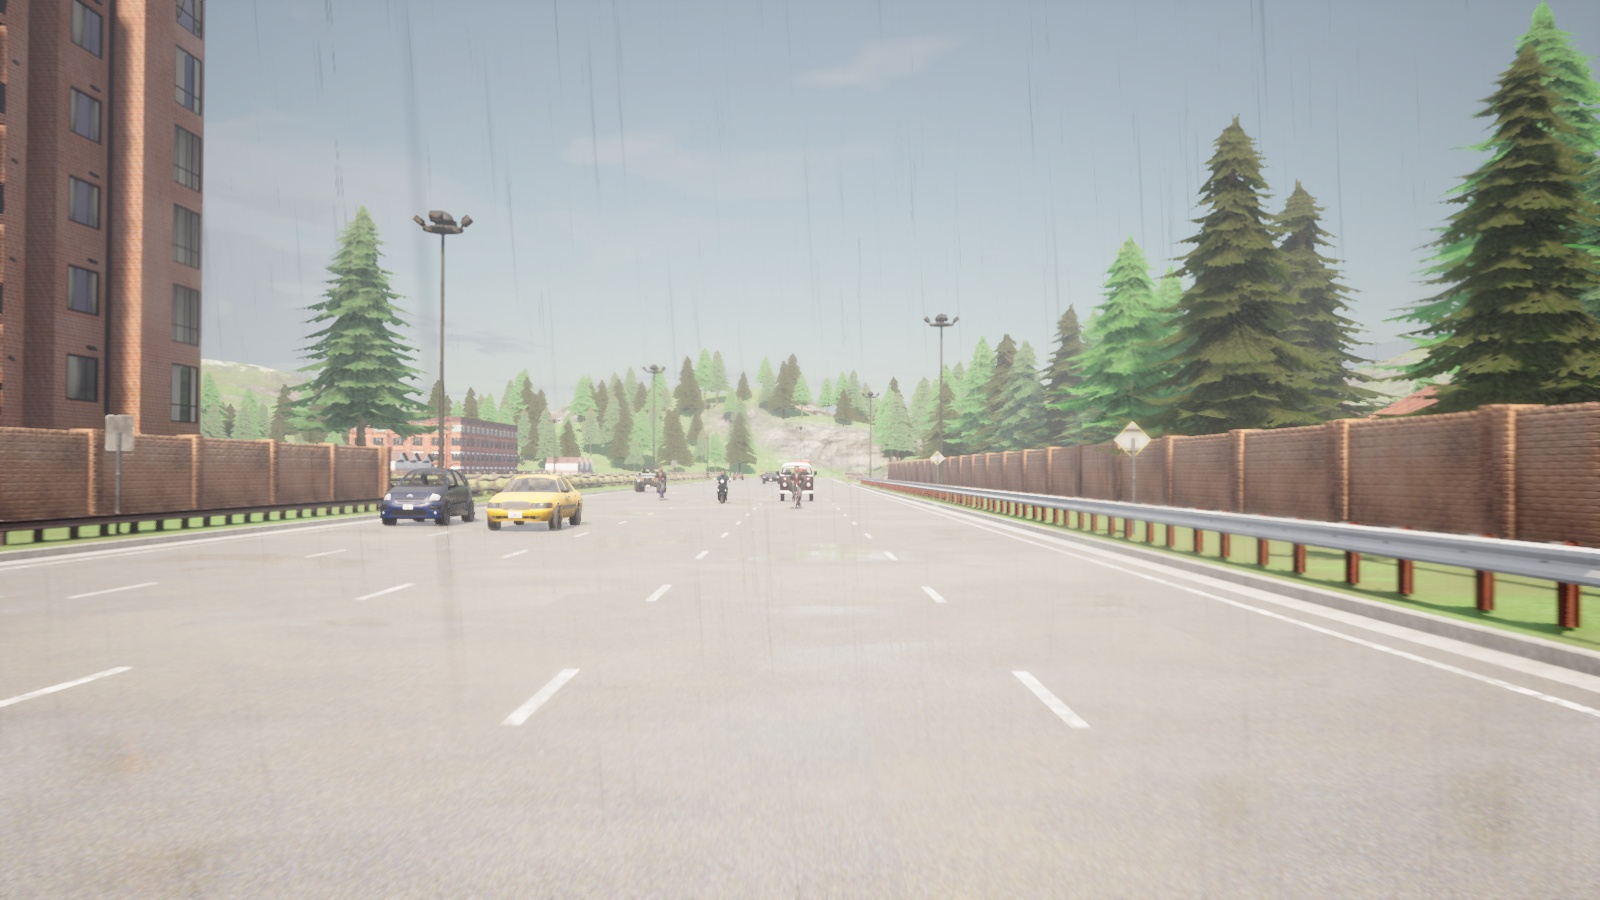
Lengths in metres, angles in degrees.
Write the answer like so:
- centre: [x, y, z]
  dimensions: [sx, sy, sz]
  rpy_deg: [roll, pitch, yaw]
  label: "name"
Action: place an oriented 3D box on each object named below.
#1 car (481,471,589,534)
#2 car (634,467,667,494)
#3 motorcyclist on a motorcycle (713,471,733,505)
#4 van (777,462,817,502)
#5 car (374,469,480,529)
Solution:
- centre: [-7.083, 1.359, 34.073]
  dimensions: [1.801, 1.575, 5.366]
  rpy_deg: [0, -1, 0]
  label: "car"
- centre: [-10.711, 2.181, 90.347]
  dimensions: [1.905, 1.878, 3.866]
  rpy_deg: [0, -1, 0]
  label: "car"
- centre: [-3.645, 1.789, 59.492]
  dimensions: [0.866, 1.590, 1.817]
  rpy_deg: [0, -1, 0]
  label: "motorcyclist on a motorcycle"
- centre: [-0.162, 1.658, 66.158]
  dimensions: [2.069, 2.038, 4.480]
  rpy_deg: [0, -1, 0]
  label: "van"
- centre: [-10.588, 1.363, 35.927]
  dimensions: [1.851, 1.617, 3.988]
  rpy_deg: [0, -1, 0]
  label: "car"
